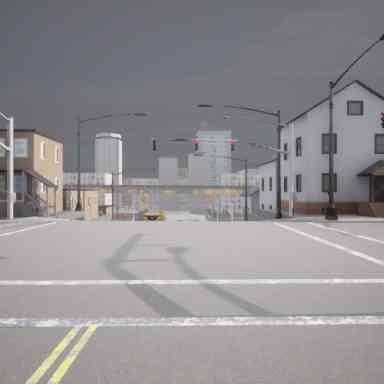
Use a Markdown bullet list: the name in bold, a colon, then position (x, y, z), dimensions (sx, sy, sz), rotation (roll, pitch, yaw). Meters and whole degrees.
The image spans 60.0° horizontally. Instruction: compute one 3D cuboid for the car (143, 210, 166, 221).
- **car**: position (-3.702, 2.536, 33.562), dimensions (1.882, 1.535, 5.008), rotation (0, -9, 1)
